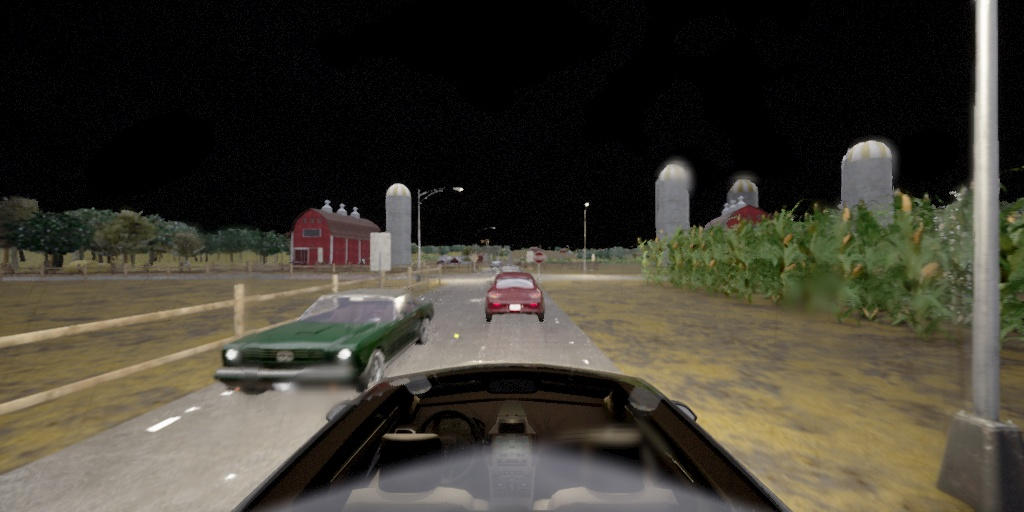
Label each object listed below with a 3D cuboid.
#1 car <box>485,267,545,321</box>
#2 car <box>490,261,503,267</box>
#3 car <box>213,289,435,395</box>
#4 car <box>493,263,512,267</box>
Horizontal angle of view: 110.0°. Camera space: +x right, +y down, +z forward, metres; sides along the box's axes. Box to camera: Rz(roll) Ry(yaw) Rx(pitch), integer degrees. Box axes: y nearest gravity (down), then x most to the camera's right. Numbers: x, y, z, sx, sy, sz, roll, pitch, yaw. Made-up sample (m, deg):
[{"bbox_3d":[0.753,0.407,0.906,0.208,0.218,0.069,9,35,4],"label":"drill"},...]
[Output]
[{"bbox_3d":[0.083,1.269,12.371,1.812,1.442,4.674,0,0,0],"label":"car"},{"bbox_3d":[-2.889,1.584,63.577,1.812,1.442,4.674,0,0,0],"label":"car"},{"bbox_3d":[-2.861,1.344,6.729,1.895,1.301,4.718,0,0,0],"label":"car"},{"bbox_3d":[-0.185,1.378,25.398,1.895,1.301,4.718,0,0,-4],"label":"car"}]
